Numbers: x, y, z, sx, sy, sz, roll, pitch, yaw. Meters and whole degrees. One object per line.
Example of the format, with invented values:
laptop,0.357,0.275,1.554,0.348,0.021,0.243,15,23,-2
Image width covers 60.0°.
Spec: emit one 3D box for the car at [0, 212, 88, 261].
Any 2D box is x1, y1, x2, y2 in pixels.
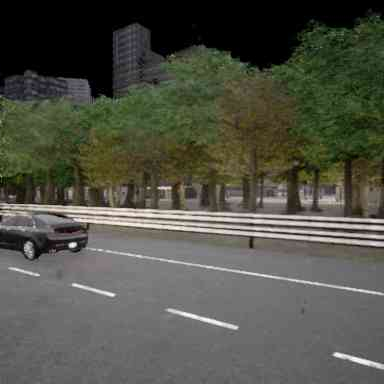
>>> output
car,-5.913,1.509,12.394,4.892,1.490,1.837,0,0,36
